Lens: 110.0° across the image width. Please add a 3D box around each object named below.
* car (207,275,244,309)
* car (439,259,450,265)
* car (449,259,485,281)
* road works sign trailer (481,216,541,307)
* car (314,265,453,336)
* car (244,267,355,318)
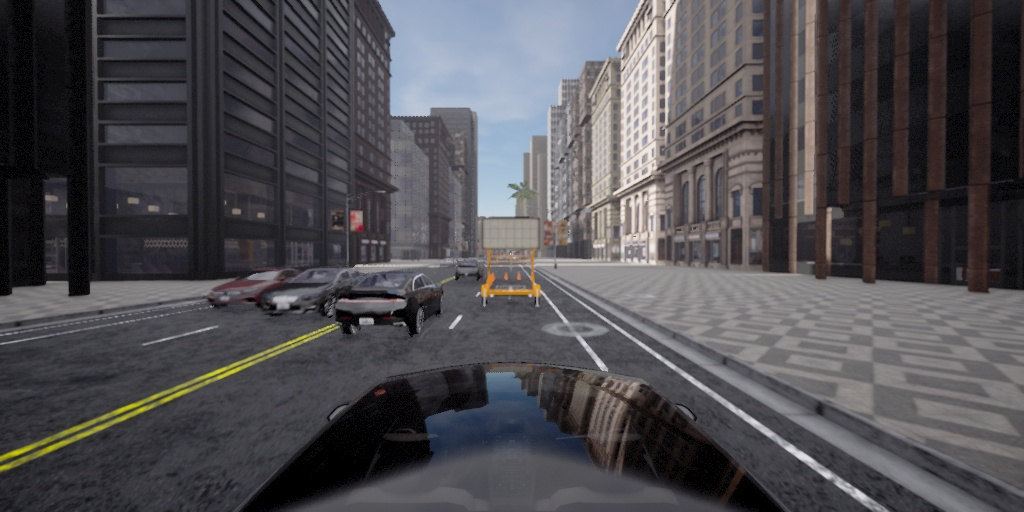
[{"bbox_3d":[-9.891,1.202,14.681,1.812,1.442,4.674,0,0,0],"label":"car"},{"bbox_3d":[-10.001,1.042,55.527,1.895,1.301,4.718,0,0,0],"label":"car"},{"bbox_3d":[-3.233,1.084,27.938,2.128,1.511,4.902,0,0,0],"label":"car"},{"bbox_3d":[-0.042,0.132,15.012,2.380,3.560,2.880,0,0,0],"label":"road works sign trailer"},{"bbox_3d":[-3.176,1.191,10.230,2.128,1.511,4.902,0,0,0],"label":"car"},{"bbox_3d":[-6.635,1.177,12.838,2.128,1.511,4.902,0,0,0],"label":"car"}]
